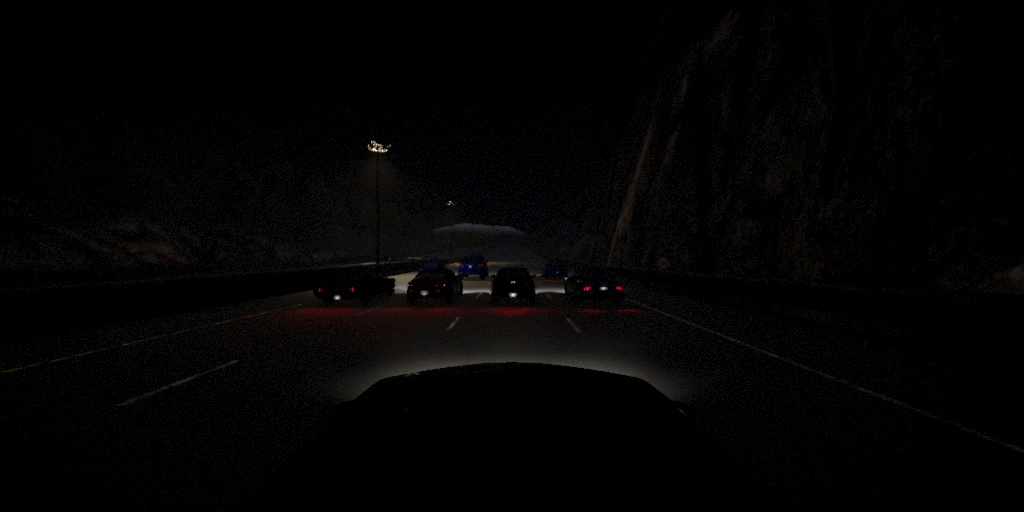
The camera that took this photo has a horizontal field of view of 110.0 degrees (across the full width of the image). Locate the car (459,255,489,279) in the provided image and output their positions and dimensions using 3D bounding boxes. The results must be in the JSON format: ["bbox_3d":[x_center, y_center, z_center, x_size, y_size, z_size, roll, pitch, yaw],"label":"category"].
[{"bbox_3d":[-3.320,0.933,31.455,2.150,2.045,5.566,0,0,0],"label":"car"}]

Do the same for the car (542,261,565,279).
[{"bbox_3d":[3.680,1.153,31.371,1.882,1.535,5.008,0,0,0],"label":"car"}]

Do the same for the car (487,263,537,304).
[{"bbox_3d":[0.063,1.264,16.403,1.837,1.490,4.892,0,0,0],"label":"car"}]

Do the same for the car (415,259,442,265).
[{"bbox_3d":[-6.819,1.213,31.453,1.812,1.442,4.674,0,0,0],"label":"car"}]

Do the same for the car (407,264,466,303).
[{"bbox_3d":[-3.437,1.285,16.430,1.812,1.442,4.674,0,0,0],"label":"car"}]

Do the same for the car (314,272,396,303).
[{"bbox_3d":[-6.936,1.372,16.488,1.895,1.301,4.718,0,0,0],"label":"car"}]

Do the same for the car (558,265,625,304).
[{"bbox_3d":[3.563,1.308,16.375,2.033,1.411,5.357,0,0,0],"label":"car"}]

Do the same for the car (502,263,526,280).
[{"bbox_3d":[0.181,1.288,31.429,1.895,1.301,4.718,0,0,0],"label":"car"}]
